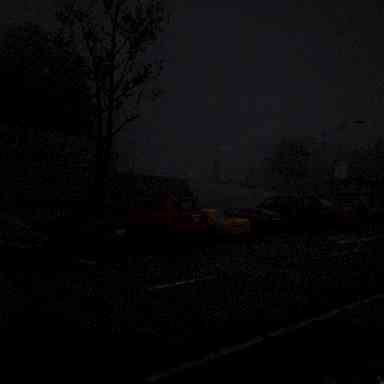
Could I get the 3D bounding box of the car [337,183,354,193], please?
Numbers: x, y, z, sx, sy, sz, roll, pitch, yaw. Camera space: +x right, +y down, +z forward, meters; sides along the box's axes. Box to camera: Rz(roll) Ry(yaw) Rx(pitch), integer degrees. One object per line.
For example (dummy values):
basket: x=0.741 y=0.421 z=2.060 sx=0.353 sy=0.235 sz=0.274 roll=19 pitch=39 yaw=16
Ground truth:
car: x=26.190 y=-0.426 z=56.250 sx=2.435 sy=2.045 sz=5.566 roll=7 pitch=3 yaw=35

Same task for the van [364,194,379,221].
van: x=10.428 y=1.297 z=23.608 sx=4.442 sy=1.987 sz=1.878 roll=-1 pitch=-1 yaw=35

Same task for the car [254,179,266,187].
car: x=15.986 y=-1.812 z=71.249 sx=1.946 sy=1.575 sz=5.366 roll=7 pitch=3 yaw=35

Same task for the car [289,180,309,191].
car: x=21.014 y=-0.992 z=63.660 sx=2.231 sy=1.521 sz=4.892 roll=7 pitch=3 yaw=35

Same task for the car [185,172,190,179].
car: x=0.263 y=-4.362 z=93.159 sx=2.435 sy=2.045 sz=5.566 roll=1 pitch=-1 yaw=35

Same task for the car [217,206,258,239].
car: x=0.311 y=1.503 z=16.896 sx=5.366 sy=1.575 sz=1.946 roll=-1 pitch=-1 yaw=35

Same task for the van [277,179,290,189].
van: x=19.265 y=-1.491 z=66.031 sx=1.878 sy=1.987 sz=4.442 roll=7 pitch=4 yaw=35

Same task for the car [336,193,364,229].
car: x=7.882 y=1.267 z=21.950 sx=5.566 sy=2.045 sz=2.435 roll=-1 pitch=-1 yaw=35

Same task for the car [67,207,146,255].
car: x=-4.471 y=1.524 z=13.345 sx=4.792 sy=1.488 sz=2.163 roll=-1 pitch=-1 yaw=35

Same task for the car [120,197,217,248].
car: x=-2.018 y=1.248 z=15.079 sx=5.566 sy=2.045 sz=2.435 roll=-1 pitch=-1 yaw=35

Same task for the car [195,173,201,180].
car: x=3.742 y=-3.851 z=88.325 sx=2.185 sy=1.767 sz=4.553 roll=6 pitch=3 yaw=34

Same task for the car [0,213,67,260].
car: x=-6.899 y=1.493 z=11.610 sx=4.892 sy=1.521 sz=2.231 roll=-1 pitch=-1 yaw=35

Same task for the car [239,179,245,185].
car: x=12.435 y=-2.317 z=76.048 sx=2.002 sy=1.452 sz=4.674 roll=7 pitch=3 yaw=35

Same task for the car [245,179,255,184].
car: x=14.166 y=-2.043 z=73.578 sx=2.002 sy=1.452 sz=4.674 roll=7 pitch=4 yaw=35

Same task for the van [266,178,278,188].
van: x=17.548 y=-1.764 z=68.510 sx=1.878 sy=1.987 sz=4.442 roll=7 pitch=4 yaw=35

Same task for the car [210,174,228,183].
car: x=7.365 y=-3.176 z=83.582 sx=1.946 sy=1.575 sz=5.366 roll=7 pitch=3 yaw=34

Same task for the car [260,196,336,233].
car: x=5.360 y=1.262 z=20.257 sx=5.566 sy=2.045 sz=2.435 roll=-1 pitch=-1 yaw=35

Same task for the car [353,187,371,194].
car: x=27.869 y=0.137 z=53.770 sx=2.002 sy=1.452 sz=4.674 roll=7 pitch=3 yaw=35

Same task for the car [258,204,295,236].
car: x=2.925 y=1.548 z=18.511 sx=4.674 sy=1.452 sz=2.002 roll=-1 pitch=-1 yaw=35

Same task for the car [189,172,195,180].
car: x=2.024 y=-4.085 z=90.803 sx=2.185 sy=1.767 sz=4.553 roll=4 pitch=1 yaw=34

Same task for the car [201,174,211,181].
car: x=5.525 y=-3.699 z=85.850 sx=2.435 sy=2.045 sz=5.566 roll=7 pitch=4 yaw=34

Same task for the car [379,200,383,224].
car: x=12.845 y=1.403 z=25.347 sx=4.553 sy=1.767 sz=2.185 roll=-1 pitch=-1 yaw=36
